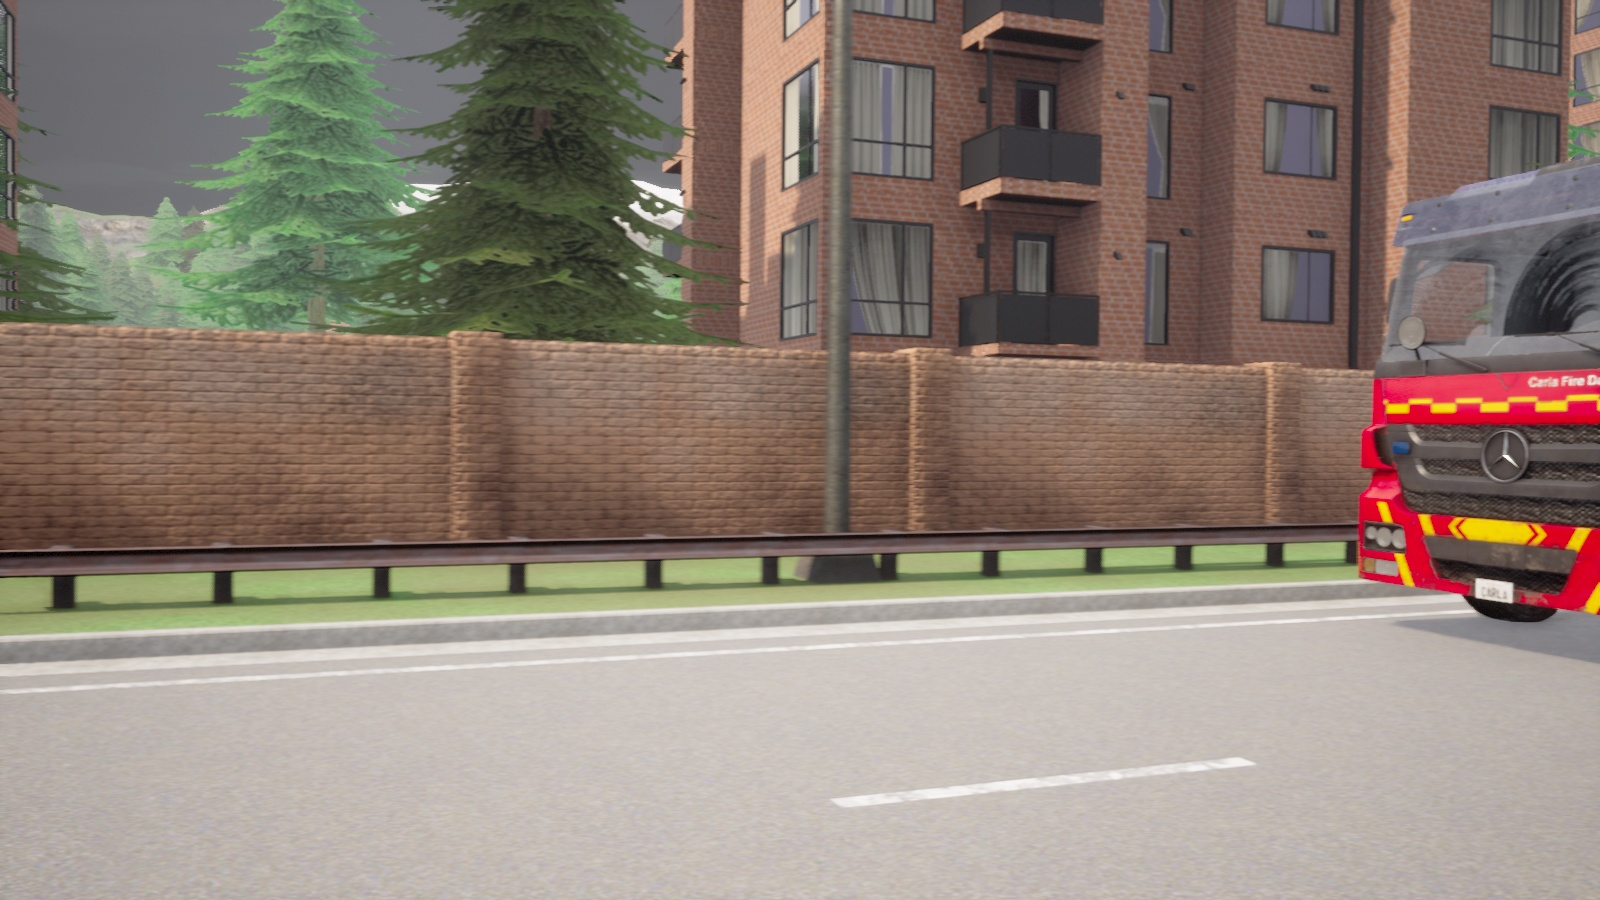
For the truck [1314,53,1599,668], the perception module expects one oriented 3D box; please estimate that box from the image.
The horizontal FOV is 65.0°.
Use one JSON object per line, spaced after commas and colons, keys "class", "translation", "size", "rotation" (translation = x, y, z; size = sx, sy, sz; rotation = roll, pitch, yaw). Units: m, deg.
{"class": "truck", "translation": [8.603, -0.625, 10.234], "size": [8.468, 3.827, 2.891], "rotation": [-1, 1, -21]}
